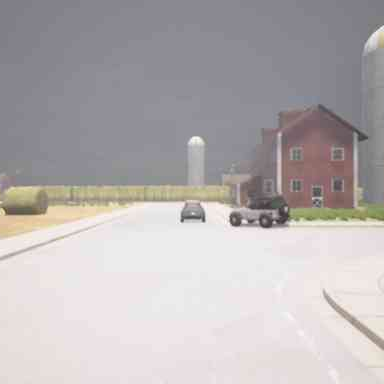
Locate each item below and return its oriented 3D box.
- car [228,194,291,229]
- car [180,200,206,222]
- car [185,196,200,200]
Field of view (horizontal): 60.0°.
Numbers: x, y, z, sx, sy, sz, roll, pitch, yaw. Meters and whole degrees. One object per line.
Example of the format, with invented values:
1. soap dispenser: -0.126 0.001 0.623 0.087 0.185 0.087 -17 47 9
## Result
1. car: 4.158 1.151 20.713 1.905 1.878 3.866 -8 3 -42
2. car: 0.081 1.574 26.888 1.994 1.385 4.181 0 0 0
3. car: 0.083 1.369 43.815 2.097 1.767 4.553 0 0 0
